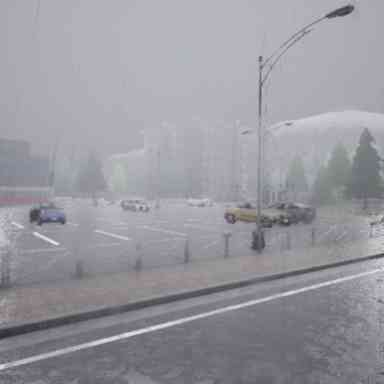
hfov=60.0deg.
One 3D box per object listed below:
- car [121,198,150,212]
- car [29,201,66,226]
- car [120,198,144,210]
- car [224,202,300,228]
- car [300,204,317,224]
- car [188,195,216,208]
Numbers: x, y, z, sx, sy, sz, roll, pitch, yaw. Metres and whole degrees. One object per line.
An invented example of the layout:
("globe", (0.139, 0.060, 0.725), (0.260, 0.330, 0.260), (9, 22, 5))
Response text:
("car", (-6.363, 1.574, 38.152), (1.970, 1.475, 3.806), (1, 0, -36))
("car", (-9.648, 1.376, 22.220), (1.845, 1.501, 3.633), (1, 0, -36))
("car", (-8.292, 1.597, 45.912), (1.845, 1.501, 3.633), (1, 0, -36))
("car", (4.447, 1.519, 22.934), (2.152, 1.636, 5.027), (1, 0, -36))
("car", (6.959, 1.563, 24.813), (2.007, 1.523, 4.514), (1, 0, -36))
("car", (1.581, 1.604, 56.026), (2.150, 2.045, 5.566), (1, -1, -36))
